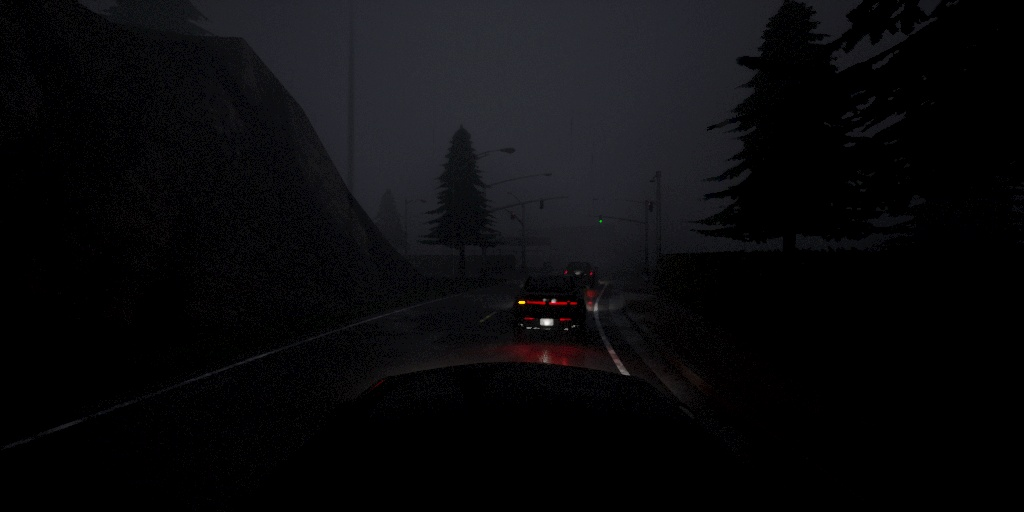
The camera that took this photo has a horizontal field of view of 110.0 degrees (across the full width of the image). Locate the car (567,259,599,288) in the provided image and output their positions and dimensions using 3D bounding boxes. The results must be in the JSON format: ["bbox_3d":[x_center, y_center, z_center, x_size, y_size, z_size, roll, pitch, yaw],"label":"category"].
[{"bbox_3d":[4.752,1.104,24.412,2.097,1.767,4.553,0,0,17],"label":"car"}]

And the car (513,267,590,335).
[{"bbox_3d":[1.202,1.257,10.618,1.837,1.490,4.892,0,0,9],"label":"car"}]
